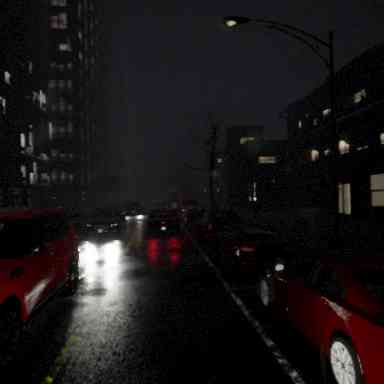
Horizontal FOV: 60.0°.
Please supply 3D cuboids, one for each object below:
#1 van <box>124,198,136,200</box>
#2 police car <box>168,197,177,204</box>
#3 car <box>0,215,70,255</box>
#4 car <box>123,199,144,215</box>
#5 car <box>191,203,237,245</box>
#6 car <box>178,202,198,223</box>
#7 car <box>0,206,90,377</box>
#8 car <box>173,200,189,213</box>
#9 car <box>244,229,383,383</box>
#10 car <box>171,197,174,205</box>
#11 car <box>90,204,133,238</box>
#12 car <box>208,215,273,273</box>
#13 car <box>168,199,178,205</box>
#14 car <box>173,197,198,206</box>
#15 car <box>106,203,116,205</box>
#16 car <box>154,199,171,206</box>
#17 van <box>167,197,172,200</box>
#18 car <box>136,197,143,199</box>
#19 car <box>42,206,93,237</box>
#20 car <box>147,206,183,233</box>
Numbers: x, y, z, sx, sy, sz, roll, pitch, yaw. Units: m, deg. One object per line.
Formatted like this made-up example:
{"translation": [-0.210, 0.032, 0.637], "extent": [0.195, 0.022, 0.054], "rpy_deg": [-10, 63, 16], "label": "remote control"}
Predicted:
{"translation": [-11.409, 1.968, 59.381], "extent": [1.690, 1.788, 3.998], "rpy_deg": [0, 0, -6], "label": "van"}
{"translation": [-4.893, 2.039, 81.810], "extent": [1.930, 1.638, 5.238], "rpy_deg": [-1, 0, -6], "label": "police car"}
{"translation": [-7.074, 1.836, 15.220], "extent": [1.802, 1.307, 4.206], "rpy_deg": [0, 0, -6], "label": "car"}
{"translation": [-6.753, 1.945, 39.380], "extent": [1.837, 1.490, 4.892], "rpy_deg": [-1, 0, -6], "label": "car"}
{"translation": [1.263, 1.526, 16.042], "extent": [1.967, 1.590, 4.097], "rpy_deg": [0, 0, -6], "label": "car"}
{"translation": [0.181, 1.737, 27.079], "extent": [2.008, 1.369, 4.403], "rpy_deg": [0, 0, -6], "label": "car"}
{"translation": [-3.575, 1.335, 5.913], "extent": [2.150, 2.045, 5.566], "rpy_deg": [-1, 0, -6], "label": "car"}
{"translation": [-1.460, 1.854, 43.810], "extent": [1.752, 1.417, 4.829], "rpy_deg": [0, 0, -6], "label": "car"}
{"translation": [2.347, 1.527, 5.000], "extent": [1.887, 1.381, 4.507], "rpy_deg": [0, 0, -6], "label": "car"}
{"translation": [-0.904, 1.597, 38.122], "extent": [2.192, 1.841, 5.009], "rpy_deg": [0, 0, -6], "label": "car"}
{"translation": [-4.882, 1.729, 19.321], "extent": [2.128, 1.511, 4.902], "rpy_deg": [-1, 0, -6], "label": "car"}
{"translation": [1.806, 1.616, 10.518], "extent": [1.802, 1.307, 4.206], "rpy_deg": [0, 0, -6], "label": "car"}
{"translation": [-4.153, 2.108, 71.239], "extent": [1.947, 1.339, 4.313], "rpy_deg": [0, 0, -6], "label": "car"}
{"translation": [-0.362, 1.549, 32.600], "extent": [2.192, 1.841, 5.009], "rpy_deg": [0, 0, -6], "label": "car"}
{"translation": [-8.699, 1.985, 31.778], "extent": [1.802, 1.307, 4.206], "rpy_deg": [0, 0, -6], "label": "car"}
{"translation": [-4.049, 1.981, 43.448], "extent": [1.895, 1.301, 4.718], "rpy_deg": [-1, 0, -5], "label": "car"}
{"translation": [-3.613, 1.842, 65.721], "extent": [1.690, 1.788, 3.998], "rpy_deg": [0, 0, -6], "label": "van"}
{"translation": [-14.660, 2.185, 92.498], "extent": [2.192, 1.841, 5.009], "rpy_deg": [0, 0, -6], "label": "car"}
{"translation": [-7.617, 1.745, 20.741], "extent": [1.967, 1.590, 4.097], "rpy_deg": [0, 0, -6], "label": "car"}
{"translation": [-1.841, 1.787, 21.086], "extent": [1.895, 1.301, 4.718], "rpy_deg": [-1, 0, -6], "label": "car"}
